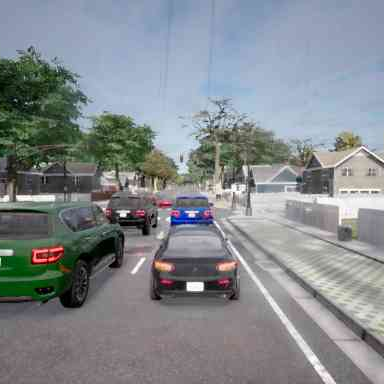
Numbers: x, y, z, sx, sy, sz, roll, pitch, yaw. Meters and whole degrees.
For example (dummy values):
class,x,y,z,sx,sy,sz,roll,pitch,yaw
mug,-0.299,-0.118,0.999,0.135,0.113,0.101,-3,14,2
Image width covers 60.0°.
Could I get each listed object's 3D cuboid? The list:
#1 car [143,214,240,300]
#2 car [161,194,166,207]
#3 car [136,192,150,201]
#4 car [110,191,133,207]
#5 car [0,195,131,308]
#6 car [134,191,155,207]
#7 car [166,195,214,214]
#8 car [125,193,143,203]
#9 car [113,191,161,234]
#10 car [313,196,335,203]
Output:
class,x,y,z,sx,sy,sz,roll,pitch,yaw
car,0.070,1.513,8.230,1.812,1.442,4.674,0,0,0
car,-3.154,1.268,43.033,1.994,1.385,4.181,0,1,2
car,-9.731,0.855,66.564,2.128,1.511,4.902,0,1,1
car,-9.822,0.889,46.910,2.150,2.045,5.566,0,1,0
car,-3.184,1.209,8.039,2.150,2.045,5.566,0,0,1
car,-6.572,0.890,46.856,2.150,2.045,5.566,0,1,0
car,0.031,1.159,18.264,2.150,2.045,5.566,0,0,1
car,-9.804,1.044,56.590,2.128,1.511,4.902,0,1,0
car,-3.217,1.158,18.390,2.150,2.045,5.566,0,0,1
car,13.296,1.198,34.409,4.902,1.511,2.128,0,1,-2
